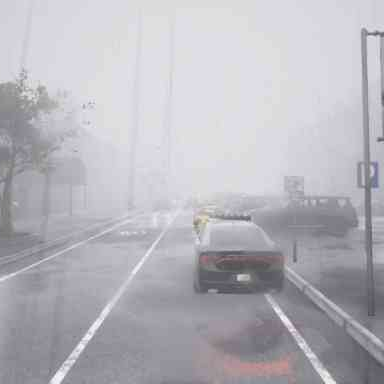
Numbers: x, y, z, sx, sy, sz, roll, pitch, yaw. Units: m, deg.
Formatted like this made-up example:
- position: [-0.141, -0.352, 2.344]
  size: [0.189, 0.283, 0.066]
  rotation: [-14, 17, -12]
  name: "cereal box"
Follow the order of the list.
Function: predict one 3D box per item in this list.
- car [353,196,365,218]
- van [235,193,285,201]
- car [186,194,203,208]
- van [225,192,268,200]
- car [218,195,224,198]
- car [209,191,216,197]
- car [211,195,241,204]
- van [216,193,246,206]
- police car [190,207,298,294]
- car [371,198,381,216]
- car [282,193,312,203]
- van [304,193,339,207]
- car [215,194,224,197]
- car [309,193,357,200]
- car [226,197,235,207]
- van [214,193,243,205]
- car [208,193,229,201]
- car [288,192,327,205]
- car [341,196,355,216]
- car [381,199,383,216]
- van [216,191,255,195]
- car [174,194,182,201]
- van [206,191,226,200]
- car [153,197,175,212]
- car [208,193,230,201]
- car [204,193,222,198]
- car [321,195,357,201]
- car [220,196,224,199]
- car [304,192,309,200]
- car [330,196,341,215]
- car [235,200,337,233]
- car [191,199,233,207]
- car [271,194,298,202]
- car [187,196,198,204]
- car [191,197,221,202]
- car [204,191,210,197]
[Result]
- position: [18.851, 1.455, 32.248]
  size: [5.008, 1.535, 2.097]
  rotation: [0, 0, 0]
  name: "car"
- position: [5.890, 1.238, 25.915]
  size: [4.442, 1.987, 1.878]
  rotation: [0, 0, 0]
  name: "van"
- position: [0.099, 1.429, 45.245]
  size: [2.033, 1.411, 5.357]
  rotation: [0, 0, 0]
  name: "car"
- position: [5.660, 1.230, 31.525]
  size: [4.442, 1.987, 1.878]
  rotation: [0, 0, 0]
  name: "van"
- position: [5.778, 1.466, 39.939]
  size: [4.674, 1.452, 2.002]
  rotation: [0, 0, 0]
  name: "car"
- position: [5.757, 1.113, 48.348]
  size: [5.566, 2.045, 2.435]
  rotation: [0, 1, 0]
  name: "car"
- position: [5.783, 1.290, 56.761]
  size: [4.892, 1.521, 2.231]
  rotation: [0, 1, 0]
  name: "car"
- position: [5.903, 1.114, 51.152]
  size: [4.442, 1.987, 1.878]
  rotation: [0, 1, 0]
  name: "van"
- position: [0.992, 1.422, 8.914]
  size: [1.930, 1.638, 5.238]
  rotation: [0, 0, 0]
  name: "police car"
- position: [18.849, 1.462, 29.470]
  size: [4.892, 1.521, 2.231]
  rotation: [0, 0, 0]
  name: "car"
- position: [18.902, 1.136, 60.010]
  size: [4.553, 1.767, 2.185]
  rotation: [0, 1, 0]
  name: "car"
- position: [18.982, 1.134, 48.906]
  size: [4.442, 1.987, 1.878]
  rotation: [0, 1, 0]
  name: "van"
- position: [5.789, 1.409, 42.741]
  size: [4.892, 1.521, 2.231]
  rotation: [0, 0, 0]
  name: "car"
- position: [18.834, 1.153, 43.353]
  size: [5.566, 2.045, 2.435]
  rotation: [0, 0, 0]
  name: "car"
- position: [5.769, 1.460, 28.719]
  size: [5.008, 1.535, 2.097]
  rotation: [0, 0, 0]
  name: "car"
- position: [5.905, 1.089, 53.955]
  size: [4.442, 1.987, 1.878]
  rotation: [0, 1, 0]
  name: "van"
- position: [5.767, 1.014, 73.578]
  size: [4.553, 1.767, 2.185]
  rotation: [0, 1, 0]
  name: "car"
- position: [18.897, 1.059, 54.456]
  size: [5.566, 2.045, 2.435]
  rotation: [0, 1, 0]
  name: "car"
- position: [19.042, 1.444, 35.025]
  size: [5.366, 1.575, 1.946]
  rotation: [0, 0, 0]
  name: "car"
- position: [18.825, 1.212, 26.695]
  size: [5.566, 2.045, 2.435]
  rotation: [0, 0, 0]
  name: "car"
- position: [5.900, 1.163, 45.547]
  size: [4.442, 1.987, 1.878]
  rotation: [0, 0, 0]
  name: "van"
- position: [-3.110, 1.154, 73.791]
  size: [2.128, 1.511, 4.902]
  rotation: [0, 0, 0]
  name: "car"
- position: [5.685, 0.864, 79.184]
  size: [4.442, 1.987, 1.878]
  rotation: [0, 1, 0]
  name: "van"
- position: [-3.278, 1.522, 37.692]
  size: [1.895, 1.301, 4.718]
  rotation: [0, 0, 0]
  name: "car"
- position: [5.766, 1.039, 70.775]
  size: [4.553, 1.767, 2.185]
  rotation: [0, 1, 0]
  name: "car"
- position: [5.838, 0.994, 93.202]
  size: [4.792, 1.488, 2.163]
  rotation: [0, 1, 0]
  name: "car"
- position: [18.889, 1.452, 40.580]
  size: [4.792, 1.488, 2.163]
  rotation: [0, 0, 0]
  name: "car"
- position: [5.809, 1.470, 37.131]
  size: [4.792, 1.488, 2.163]
  rotation: [0, 0, 0]
  name: "car"
- position: [18.892, 1.134, 46.130]
  size: [5.566, 2.045, 2.435]
  rotation: [0, 1, 0]
  name: "car"
- position: [18.830, 1.469, 37.797]
  size: [4.792, 1.488, 2.163]
  rotation: [0, 0, 0]
  name: "car"
- position: [5.585, 1.466, 20.309]
  size: [5.366, 1.575, 1.946]
  rotation: [0, 0, 0]
  name: "car"
- position: [1.011, 1.438, 19.008]
  size: [1.801, 1.575, 5.366]
  rotation: [0, 0, 0]
  name: "car"
- position: [18.881, 1.188, 68.338]
  size: [4.892, 1.521, 2.231]
  rotation: [0, 1, 0]
  name: "car"
- position: [0.111, 1.354, 58.663]
  size: [1.994, 1.385, 4.181]
  rotation: [0, 0, 0]
  name: "car"
- position: [1.023, 1.424, 25.015]
  size: [1.801, 1.575, 5.366]
  rotation: [0, 0, 0]
  name: "car"
- position: [5.766, 0.963, 65.168]
  size: [5.566, 2.045, 2.435]
  rotation: [0, 1, 0]
  name: "car"
